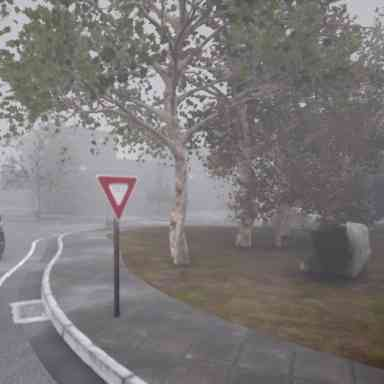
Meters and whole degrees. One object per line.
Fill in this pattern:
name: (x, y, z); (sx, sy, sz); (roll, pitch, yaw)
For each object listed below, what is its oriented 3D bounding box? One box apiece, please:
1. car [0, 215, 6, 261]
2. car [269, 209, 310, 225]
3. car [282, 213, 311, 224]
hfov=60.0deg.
car: (-6.696, 1.275, 9.075); (2.150, 2.045, 5.566); (0, 0, -21)
car: (11.716, 3.042, 40.616); (5.566, 2.045, 2.150); (5, -4, -40)
car: (15.028, 3.815, 47.699); (4.674, 1.442, 1.812); (4, -3, -40)
